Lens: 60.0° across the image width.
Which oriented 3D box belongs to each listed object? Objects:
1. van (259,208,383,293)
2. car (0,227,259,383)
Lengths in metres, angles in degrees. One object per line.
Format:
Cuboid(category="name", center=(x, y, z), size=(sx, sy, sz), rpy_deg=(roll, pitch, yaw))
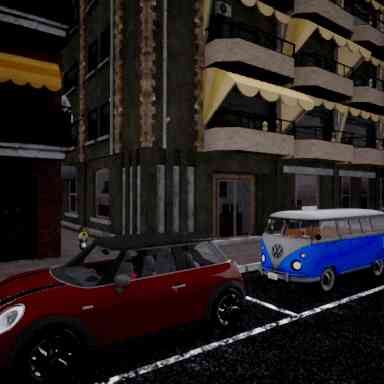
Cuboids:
Cuboid(category="van", center=(3.500, 1.343, 8.584), size=(3.998, 1.788, 1.690), rpy_deg=(0, 0, -35))
Cuboid(category="car", center=(-1.134, 1.440, 5.283), size=(4.097, 1.590, 1.967), rpy_deg=(0, 0, -35))
